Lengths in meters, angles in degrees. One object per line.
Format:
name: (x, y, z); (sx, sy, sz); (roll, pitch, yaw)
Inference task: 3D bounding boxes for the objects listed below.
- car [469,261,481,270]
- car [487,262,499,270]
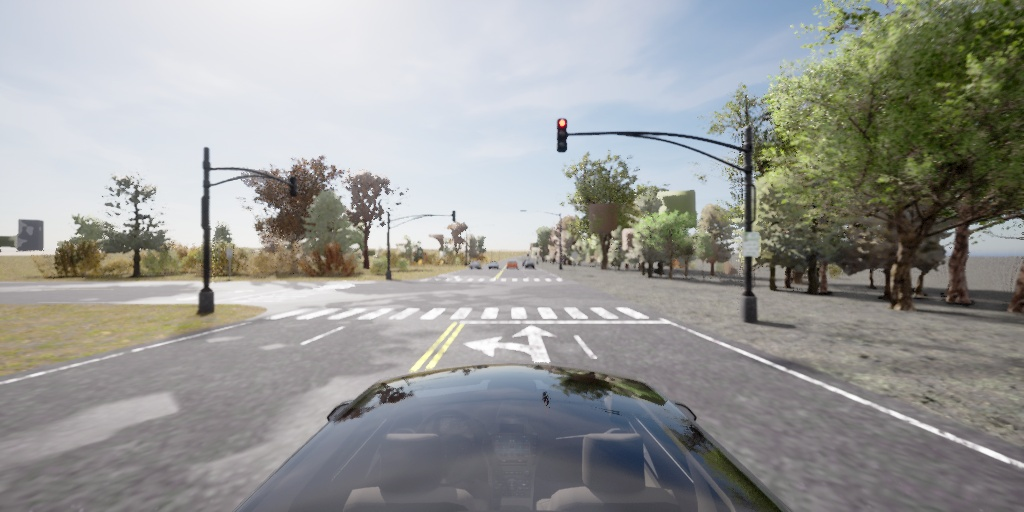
car: (-6.505, 1.666, 63.470); (2.128, 1.511, 4.902); (0, 0, 1)
car: (-3.250, 1.721, 63.493); (2.033, 1.411, 5.357); (0, 0, 1)
